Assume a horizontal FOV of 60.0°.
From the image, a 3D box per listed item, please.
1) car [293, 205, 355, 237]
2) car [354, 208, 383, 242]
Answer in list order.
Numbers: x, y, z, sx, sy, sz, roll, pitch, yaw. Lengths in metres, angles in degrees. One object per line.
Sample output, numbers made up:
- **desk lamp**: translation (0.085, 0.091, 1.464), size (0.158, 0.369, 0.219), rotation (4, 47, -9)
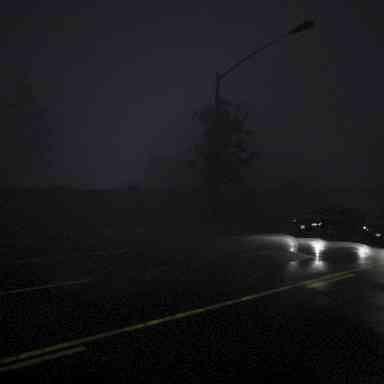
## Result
- **car**: translation (7.454, 1.477, 17.908), size (4.892, 1.490, 1.837), rotation (0, 0, -35)
- **car**: translation (9.622, 1.499, 15.154), size (4.674, 1.442, 1.812), rotation (0, 0, -35)
